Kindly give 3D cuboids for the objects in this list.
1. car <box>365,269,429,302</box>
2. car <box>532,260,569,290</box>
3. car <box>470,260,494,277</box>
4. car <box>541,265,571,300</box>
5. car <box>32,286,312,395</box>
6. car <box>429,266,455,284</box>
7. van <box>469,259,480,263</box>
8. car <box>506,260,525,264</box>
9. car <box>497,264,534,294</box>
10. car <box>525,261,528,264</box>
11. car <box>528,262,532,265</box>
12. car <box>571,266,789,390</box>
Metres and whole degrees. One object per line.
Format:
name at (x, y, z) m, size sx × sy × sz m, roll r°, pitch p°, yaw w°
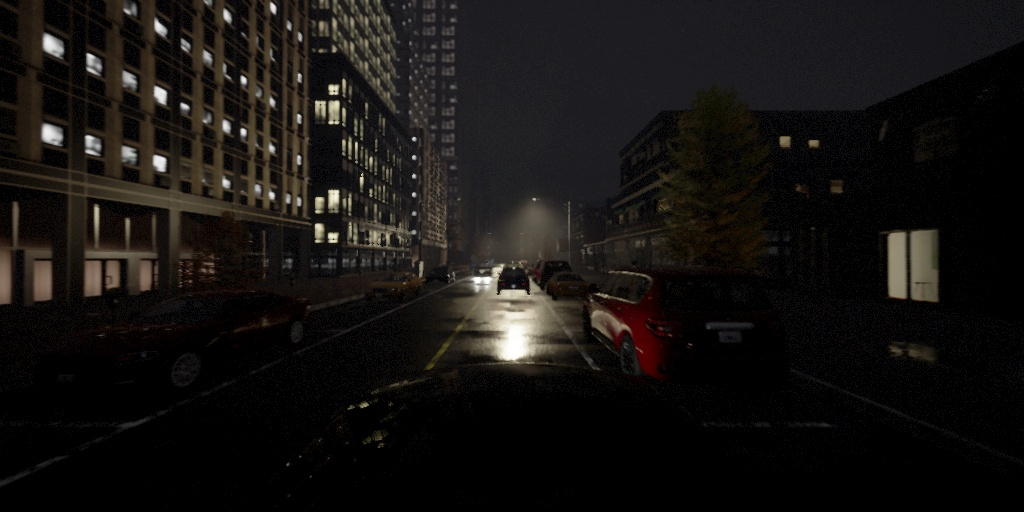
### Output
car at (-5.693, 1.363, 17.716) m, size 1.751 × 1.417 × 4.829 m, roll 0°, pitch 0°, yaw 0°
car at (2.688, 1.183, 23.422) m, size 2.192 × 1.841 × 5.009 m, roll 0°, pitch 0°, yaw 0°
car at (-3.094, 1.452, 39.565) m, size 2.128 × 1.511 × 4.902 m, roll 0°, pitch 0°, yaw 0°
car at (2.688, 1.363, 18.055) m, size 1.751 × 1.417 × 4.829 m, roll 0°, pitch 0°, yaw 0°
car at (-5.691, 1.322, 6.812) m, size 1.888 × 1.381 × 4.507 m, roll 0°, pitch 0°, yaw 0°
car at (-5.694, 1.466, 28.959) m, size 1.948 × 1.339 × 4.313 m, roll 0°, pitch 0°, yaw 0°
van at (-5.698, 1.403, 56.644) m, size 1.690 × 1.789 × 3.998 m, roll 0°, pitch 0°, yaw 0°
car at (0.088, 1.310, 39.291) m, size 2.097 × 1.767 × 4.553 m, roll 0°, pitch 0°, yaw 0°
car at (0.088, 1.380, 20.905) m, size 1.812 × 1.442 × 4.674 m, roll 0°, pitch 0°, yaw 0°
car at (2.685, 1.529, 40.032) m, size 1.948 × 1.339 × 4.313 m, roll 0°, pitch 0°, yaw 0°
car at (2.687, 1.215, 28.958) m, size 2.192 × 1.841 × 5.009 m, roll 0°, pitch 0°, yaw 0°
car at (2.690, 1.092, 6.811) m, size 2.192 × 1.841 × 5.009 m, roll 0°, pitch 0°, yaw 0°
